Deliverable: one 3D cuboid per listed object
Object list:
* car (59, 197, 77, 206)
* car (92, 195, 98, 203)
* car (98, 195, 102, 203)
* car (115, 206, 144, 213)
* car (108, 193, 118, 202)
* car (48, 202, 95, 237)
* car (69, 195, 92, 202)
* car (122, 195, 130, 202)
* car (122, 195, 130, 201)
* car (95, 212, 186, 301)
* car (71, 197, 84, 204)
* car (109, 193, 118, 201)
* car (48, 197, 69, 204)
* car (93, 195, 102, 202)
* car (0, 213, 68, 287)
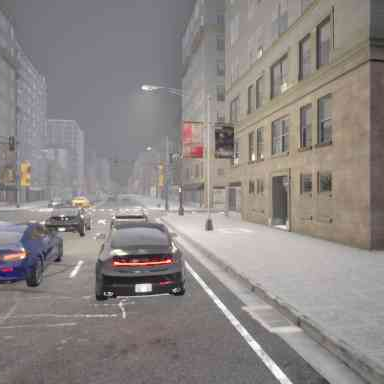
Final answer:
[{"bbox_3d":[-21.393,1.568,57.745,2.033,1.411,5.357,0,0,-11],"label":"car"},{"bbox_3d":[-18.132,1.373,58.036,2.097,1.767,4.553,0,0,-12],"label":"car"},{"bbox_3d":[-20.008,1.575,67.647,1.994,1.385,4.181,0,0,-11],"label":"car"},{"bbox_3d":[-3.297,1.495,17.579,2.128,1.511,4.902,0,0,-11],"label":"car"},{"bbox_3d":[-18.722,1.522,77.724,1.837,1.490,4.892,0,0,-11],"label":"car"},{"bbox_3d":[-6.591,1.509,17.988,1.837,1.490,4.892,0,0,-11],"label":"car"},{"bbox_3d":[-16.335,1.496,48.949,1.882,1.535,5.008,0,0,-11],"label":"car"},{"bbox_3d":[-15.869,1.617,80.018,1.895,1.301,4.718,0,0,-11],"label":"car"},{"bbox_3d":[-17.840,1.499,89.814,1.882,1.535,5.008,0,0,-11],"label":"car"},{"bbox_3d":[-1.360,1.506,8.456,1.837,1.490,4.892,0,0,-11],"label":"car"},{"bbox_3d":[-23.311,1.617,67.588,1.895,1.301,4.718,0,0,-11],"label":"car"},{"bbox_3d":[-21.032,1.247,89.202,2.150,2.045,5.566,0,0,-11],"label":"car"},{"bbox_3d":[-19.546,1.510,48.175,2.128,1.511,4.902,0,0,-14],"label":"car"},{"bbox_3d":[-21.999,1.497,77.532,1.837,1.490,4.892,0,0,-11],"label":"car"},{"bbox_3d":[-4.784,1.527,9.020,1.812,1.442,4.674,0,0,-11],"label":"car"}]
